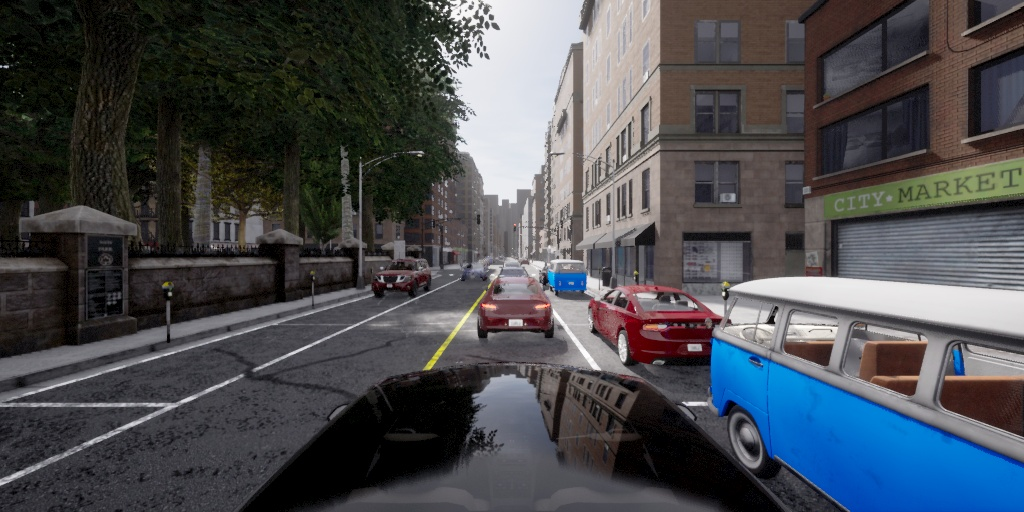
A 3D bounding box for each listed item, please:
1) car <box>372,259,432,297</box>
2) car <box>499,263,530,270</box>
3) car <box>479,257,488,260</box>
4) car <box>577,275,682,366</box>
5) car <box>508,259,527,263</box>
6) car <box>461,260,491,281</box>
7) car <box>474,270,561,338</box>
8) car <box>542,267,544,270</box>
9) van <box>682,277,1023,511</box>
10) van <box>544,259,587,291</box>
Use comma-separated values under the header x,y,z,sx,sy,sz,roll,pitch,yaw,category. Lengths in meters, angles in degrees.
x,y,z,sx,sy,sz,roll,pitch,yaw,category
-5.668,1.060,19.112,2.192,1.841,5.009,0,0,0,car
0.097,1.292,19.611,2.033,1.411,5.357,0,0,1,car
-5.667,1.230,62.631,1.751,1.417,4.829,0,0,0,car
2.857,1.294,7.831,1.888,1.381,4.507,0,0,0,car
0.004,1.242,29.355,1.837,1.490,4.892,0,0,0,car
-3.000,1.309,29.610,1.812,1.442,4.674,0,0,0,car
0.095,1.275,10.032,1.812,1.442,4.674,0,0,0,car
2.857,1.307,24.812,1.948,1.339,4.313,0,0,0,car
2.856,1.091,2.170,1.690,1.789,3.998,0,0,0,van
2.857,1.086,19.152,1.690,1.789,3.998,0,0,0,van
